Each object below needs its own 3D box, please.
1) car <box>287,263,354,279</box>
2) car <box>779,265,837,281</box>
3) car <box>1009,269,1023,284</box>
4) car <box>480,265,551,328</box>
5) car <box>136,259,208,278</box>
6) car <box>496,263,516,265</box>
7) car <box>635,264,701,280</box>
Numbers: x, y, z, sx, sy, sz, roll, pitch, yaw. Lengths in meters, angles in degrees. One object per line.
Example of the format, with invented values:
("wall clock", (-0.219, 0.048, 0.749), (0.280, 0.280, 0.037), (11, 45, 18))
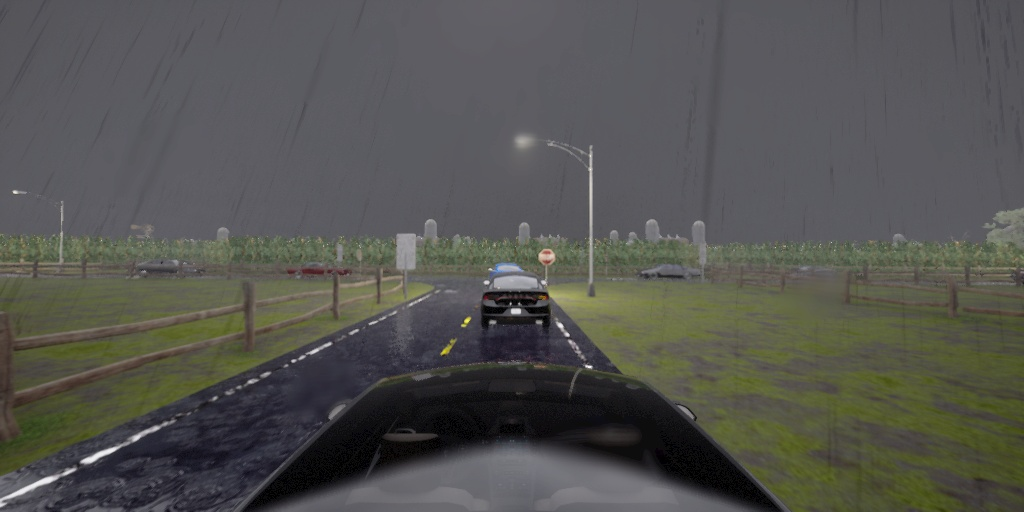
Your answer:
("car", (-15.606, 1.186, 29.419), (4.718, 1.301, 1.895), (0, -1, 2))
("car", (26.472, 1.519, 32.167), (4.181, 1.385, 1.994), (0, -1, 0))
("car", (44.137, 1.559, 29.170), (4.902, 1.511, 2.128), (1, -1, 0))
("car", (0.101, 1.215, 11.343), (1.882, 1.535, 5.008), (0, 0, 0))
("car", (-27.906, 1.003, 29.524), (4.892, 1.490, 1.837), (2, -1, 0))
("car", (-0.399, 1.200, 22.490), (1.882, 1.535, 5.008), (0, 0, -7))
("car", (14.020, 1.401, 32.239), (5.357, 1.411, 2.033), (0, -1, 0))
